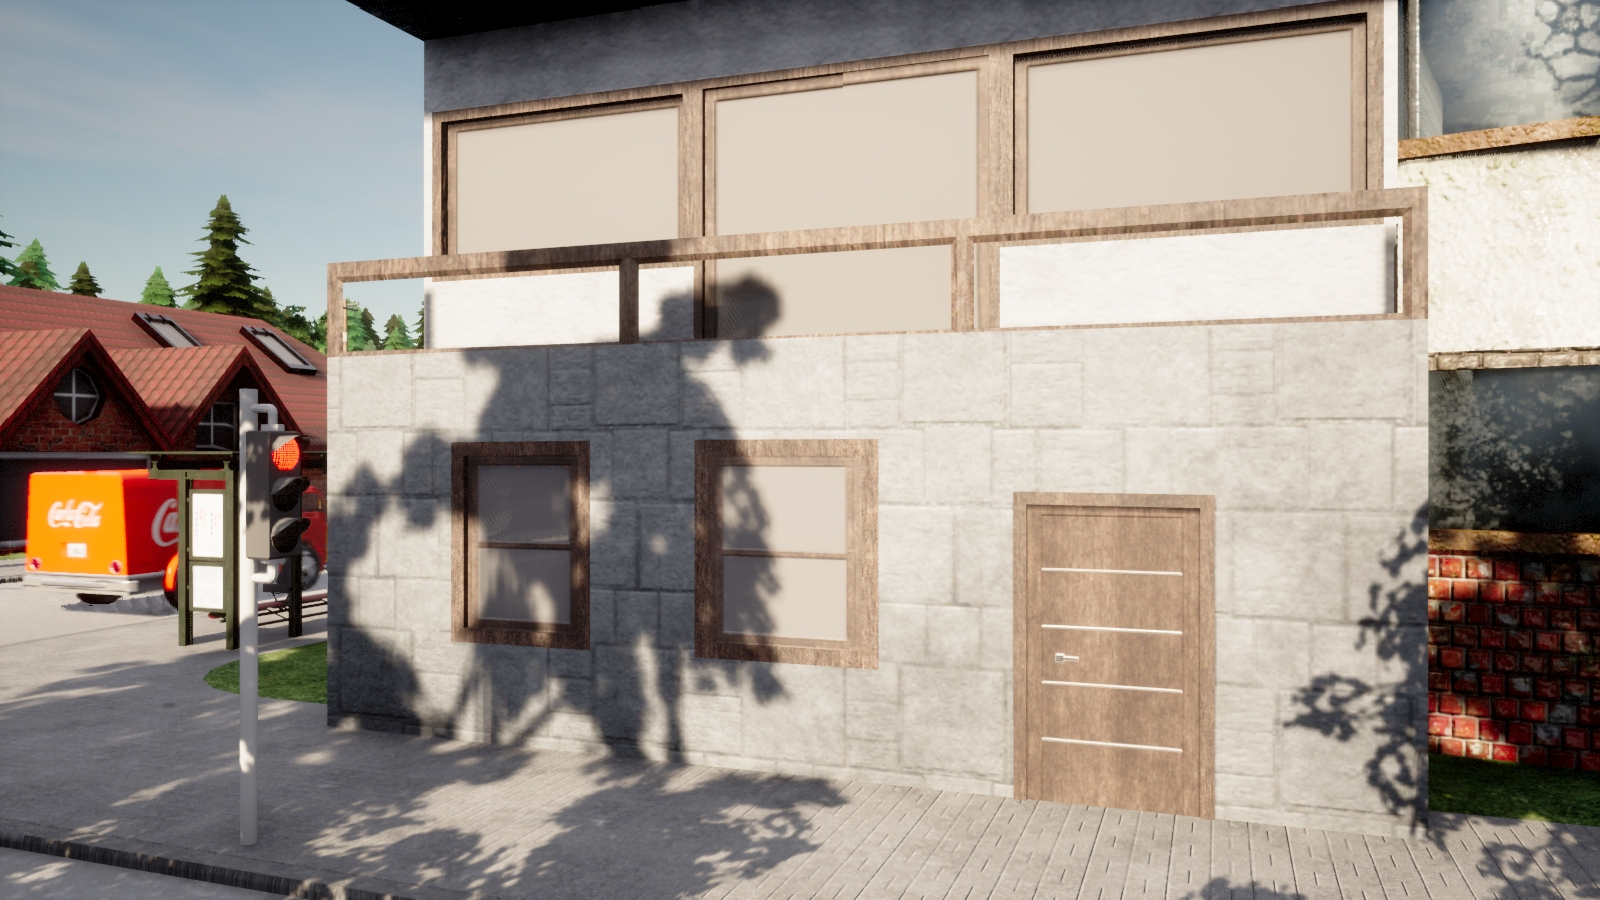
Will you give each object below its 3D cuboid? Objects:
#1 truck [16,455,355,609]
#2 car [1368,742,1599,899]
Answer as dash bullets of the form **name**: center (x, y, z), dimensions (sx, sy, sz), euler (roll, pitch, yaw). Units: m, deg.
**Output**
- **truck**: center (-11.244, 1.348, 21.462), dimensions (2.627, 2.467, 5.204), euler (0, 0, 19)
- **car**: center (3.429, 1.806, 2.544), dimensions (3.705, 1.549, 1.789), euler (0, 0, 20)
